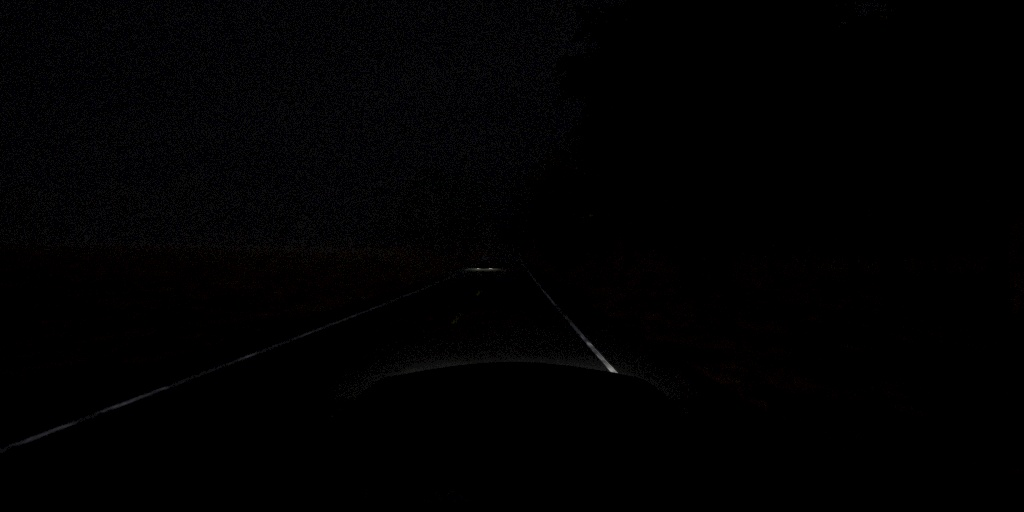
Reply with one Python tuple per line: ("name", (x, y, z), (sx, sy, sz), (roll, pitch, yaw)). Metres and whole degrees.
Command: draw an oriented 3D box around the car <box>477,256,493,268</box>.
("car", (-3.496, 0.718, 47.684), (1.882, 1.535, 5.008), (0, 1, 0))
